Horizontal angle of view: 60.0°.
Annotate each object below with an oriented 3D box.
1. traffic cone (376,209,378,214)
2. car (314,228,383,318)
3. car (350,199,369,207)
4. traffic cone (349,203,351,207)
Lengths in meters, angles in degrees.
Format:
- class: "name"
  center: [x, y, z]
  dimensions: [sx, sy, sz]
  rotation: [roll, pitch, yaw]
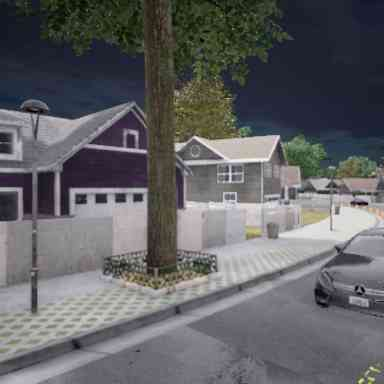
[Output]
- class: "traffic cone"
  center: [21.564, 2.233, 38.675]
  dimensions: [0.340, 0.580, 0.340]
  rotation: [0, 0, 22]
- class: "car"
  center: [4.301, 1.569, 7.268]
  dimensions: [1.812, 1.442, 4.674]
  rotation: [0, 0, 41]
- class: "car"
  center: [29.224, 1.854, 58.133]
  dimensions: [1.895, 1.301, 4.718]
  rotation: [0, 0, 10]
- class: "traffic cone"
  center: [27.145, 2.219, 57.367]
  dimensions: [0.340, 0.580, 0.340]
  rotation: [0, 0, 11]
